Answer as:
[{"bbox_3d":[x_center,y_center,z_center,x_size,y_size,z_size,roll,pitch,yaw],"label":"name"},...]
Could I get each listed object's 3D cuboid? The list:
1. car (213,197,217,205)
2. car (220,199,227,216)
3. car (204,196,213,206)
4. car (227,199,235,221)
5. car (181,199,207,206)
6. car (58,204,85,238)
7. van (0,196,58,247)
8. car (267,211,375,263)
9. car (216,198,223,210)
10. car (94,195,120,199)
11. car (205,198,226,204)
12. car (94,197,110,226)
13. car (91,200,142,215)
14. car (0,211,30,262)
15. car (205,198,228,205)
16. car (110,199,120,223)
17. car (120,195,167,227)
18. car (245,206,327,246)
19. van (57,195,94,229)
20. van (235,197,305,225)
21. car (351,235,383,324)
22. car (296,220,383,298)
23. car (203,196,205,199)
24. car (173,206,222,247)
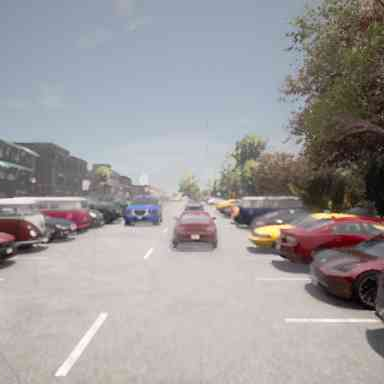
[{"bbox_3d":[5.206,1.616,37.942,5.008,1.535,2.097,0,-1,0],"label":"car"},{"bbox_3d":[5.176,1.595,29.587,4.674,1.452,2.002,0,0,0],"label":"car"},{"bbox_3d":[5.342,1.983,66.425,4.674,1.452,2.002,0,-1,0],"label":"car"},{"bbox_3d":[5.120,1.405,24.020,4.553,1.767,2.185,0,0,0],"label":"car"},{"bbox_3d":[0.192,1.604,30.588,1.812,1.442,4.674,0,0,0],"label":"car"},{"bbox_3d":[-7.963,1.505,15.620,4.892,1.521,2.231,0,0,0],"label":"car"},{"bbox_3d":[-7.848,1.272,12.817,4.442,1.987,1.878,0,0,0],"label":"van"},{"bbox_3d":[5.102,1.499,10.095,5.008,1.535,2.097,0,0,0],"label":"car"},{"bbox_3d":[5.191,1.571,32.374,5.008,1.535,2.097,0,0,0],"label":"car"},{"bbox_3d":[-7.865,1.315,32.439,5.566,2.045,2.435,0,0,0],"label":"car"},{"bbox_3d":[5.386,2.096,76.122,4.674,1.452,2.002,0,-1,0],"label":"car"},{"bbox_3d":[-7.970,1.389,21.228,4.553,1.767,2.185,0,0,0],"label":"car"},{"bbox_3d":[-7.887,1.588,35.239,4.892,1.521,2.231,0,0,0],"label":"car"},{"bbox_3d":[-7.978,1.492,10.014,5.008,1.535,2.097,0,0,0],"label":"car"},{"bbox_3d":[5.369,2.019,72.847,4.892,1.521,2.231,0,-1,0],"label":"car"},{"bbox_3d":[-7.912,1.535,26.834,4.892,1.521,2.231,0,0,0],"label":"car"},{"bbox_3d":[-3.282,1.266,23.690,2.150,2.045,5.566,0,0,0],"label":"car"},{"bbox_3d":[5.121,1.550,15.667,4.674,1.452,2.002,0,0,0],"label":"car"},{"bbox_3d":[-8.064,1.283,18.425,4.442,1.987,1.878,0,0,0],"label":"van"},{"bbox_3d":[5.257,1.296,21.239,4.442,1.987,1.878,0,0,0],"label":"van"},{"bbox_3d":[5.122,1.517,4.525,4.792,1.488,2.163,0,0,0],"label":"car"},{"bbox_3d":[5.071,1.523,7.310,4.792,1.488,2.163,0,0,0],"label":"car"},{"bbox_3d":[5.365,1.979,69.574,5.008,1.535,2.097,0,-1,0],"label":"car"},{"bbox_3d":[0.134,1.552,14.950,1.812,1.442,4.674,0,0,0],"label":"car"}]
